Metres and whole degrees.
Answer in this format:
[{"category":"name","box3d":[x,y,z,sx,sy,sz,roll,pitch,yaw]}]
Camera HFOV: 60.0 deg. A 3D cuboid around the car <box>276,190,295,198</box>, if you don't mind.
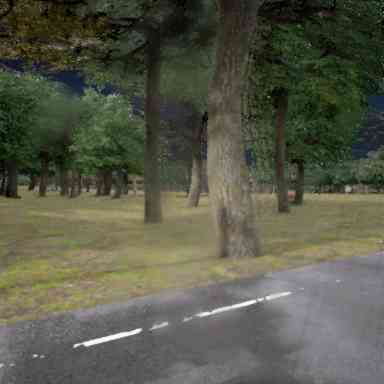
[{"category":"car","box3d":[19.690,0.401,69.084,2.097,1.767,4.553,2,-1,-34]}]
